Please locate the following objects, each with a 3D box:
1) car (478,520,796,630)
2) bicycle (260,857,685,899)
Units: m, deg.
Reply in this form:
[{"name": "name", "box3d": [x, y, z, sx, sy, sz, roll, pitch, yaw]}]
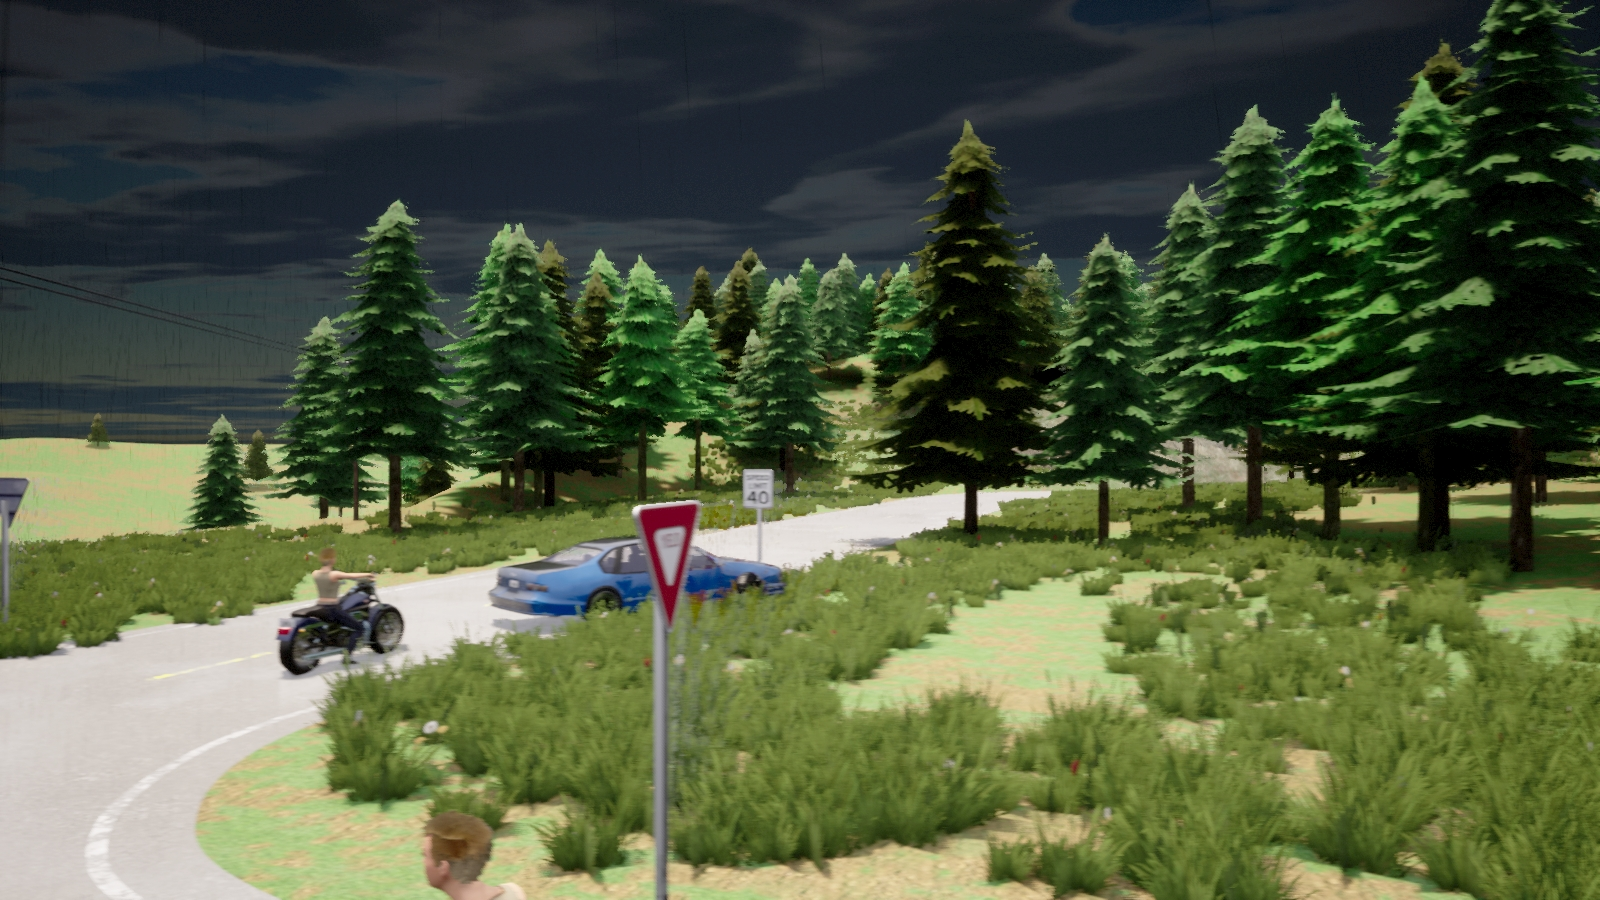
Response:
[{"name": "car", "box3d": [-2.787, 2.109, 20.449, 5.357, 1.411, 2.033, 0, 0, -40]}, {"name": "bicycle", "box3d": [-1.193, 2.118, 3.803, 1.487, 1.080, 0.859, -1, 0, 19]}]
